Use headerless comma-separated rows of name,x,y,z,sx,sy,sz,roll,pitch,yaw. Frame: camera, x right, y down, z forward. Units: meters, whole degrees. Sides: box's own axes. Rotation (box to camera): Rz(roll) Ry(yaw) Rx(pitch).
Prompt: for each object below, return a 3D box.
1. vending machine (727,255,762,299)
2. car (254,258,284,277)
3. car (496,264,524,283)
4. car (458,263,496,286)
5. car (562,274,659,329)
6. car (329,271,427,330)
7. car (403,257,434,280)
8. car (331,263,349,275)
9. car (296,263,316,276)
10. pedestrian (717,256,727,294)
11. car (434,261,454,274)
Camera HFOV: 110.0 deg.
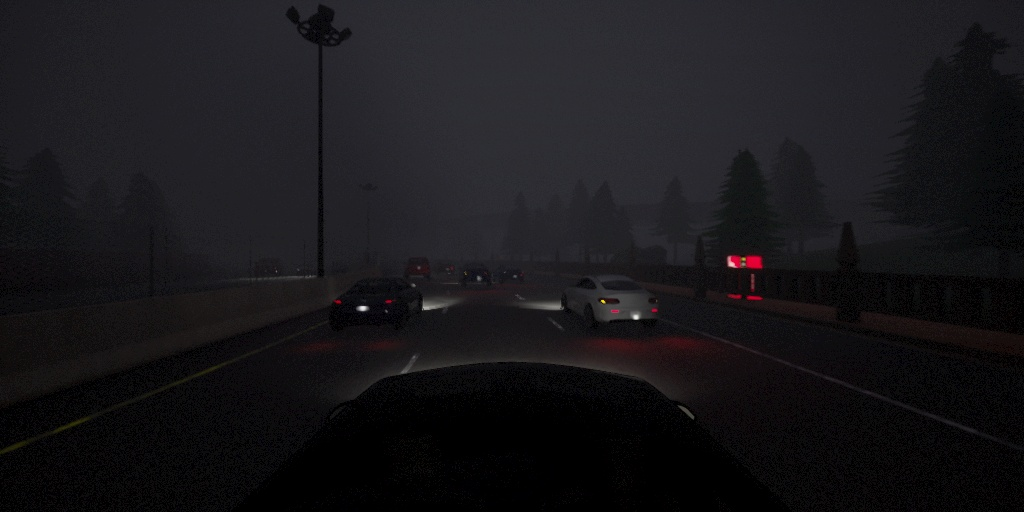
vending machine,10.401,0.955,16.046,1.100,2.100,0.880,0,0,-8
car,-26.606,1.190,39.440,2.150,2.045,5.566,0,0,-26
car,-0.355,1.367,29.183,1.812,1.442,4.674,0,0,-15
car,-2.532,1.171,23.973,1.812,1.442,4.674,0,0,-13
car,2.907,1.297,11.322,1.812,1.442,4.674,0,0,-5
car,-4.113,1.361,11.436,1.994,1.385,4.181,0,0,-5
car,-8.795,1.106,33.195,2.150,2.045,5.566,0,0,-18
car,-20.406,1.505,42.656,2.033,1.411,5.357,0,0,-26
car,-23.801,1.492,41.584,1.812,1.442,4.674,0,0,-26
pedestrian,10.198,0.907,17.432,0.375,1.860,0.375,0,0,-8
car,-7.833,1.245,40.842,1.812,1.442,4.674,0,0,-22
